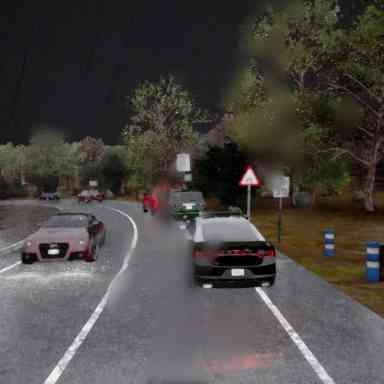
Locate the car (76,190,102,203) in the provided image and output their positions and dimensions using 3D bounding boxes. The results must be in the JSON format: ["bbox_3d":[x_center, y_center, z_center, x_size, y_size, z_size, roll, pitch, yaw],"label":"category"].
[{"bbox_3d":[-13.979,0.495,44.936,2.097,1.767,4.553,-5,3,-39],"label":"car"}]

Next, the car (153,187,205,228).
[{"bbox_3d":[-0.713,0.799,19.262,2.150,2.045,5.566,-1,2,-12],"label":"car"}]

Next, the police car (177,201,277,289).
[{"bbox_3d":[0.720,1.291,9.043,1.930,1.638,5.238,0,2,-4],"label":"police car"}]

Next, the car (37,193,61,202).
[{"bbox_3d":[-23.774,0.861,54.969,4.718,1.301,1.895,-2,4,38],"label":"car"}]

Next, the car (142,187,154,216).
[{"bbox_3d":[-2.359,0.636,25.312,2.150,2.045,5.566,-2,2,-18],"label":"car"}]

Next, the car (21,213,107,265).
[{"bbox_3d":[-4.044,1.410,11.119,1.994,1.385,4.181,-1,1,-7],"label":"car"}]
